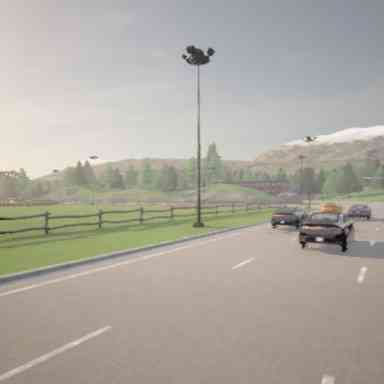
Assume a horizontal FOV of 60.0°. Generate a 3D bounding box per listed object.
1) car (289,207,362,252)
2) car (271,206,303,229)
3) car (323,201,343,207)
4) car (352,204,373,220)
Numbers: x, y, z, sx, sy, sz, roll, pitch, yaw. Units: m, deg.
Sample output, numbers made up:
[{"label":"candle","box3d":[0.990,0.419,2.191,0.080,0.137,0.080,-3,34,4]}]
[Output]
[{"label":"car","box3d":[6.177,1.645,14.968,2.128,1.511,4.902,-1,-1,31]},{"label":"car","box3d":[7.001,1.737,23.238,2.128,1.511,4.902,-1,-1,31]},{"label":"car","box3d":[17.105,1.884,40.367,1.882,1.535,5.008,-1,-1,30]},{"label":"car","box3d":[15.824,1.855,31.300,2.033,1.411,5.357,-1,-1,31]}]
